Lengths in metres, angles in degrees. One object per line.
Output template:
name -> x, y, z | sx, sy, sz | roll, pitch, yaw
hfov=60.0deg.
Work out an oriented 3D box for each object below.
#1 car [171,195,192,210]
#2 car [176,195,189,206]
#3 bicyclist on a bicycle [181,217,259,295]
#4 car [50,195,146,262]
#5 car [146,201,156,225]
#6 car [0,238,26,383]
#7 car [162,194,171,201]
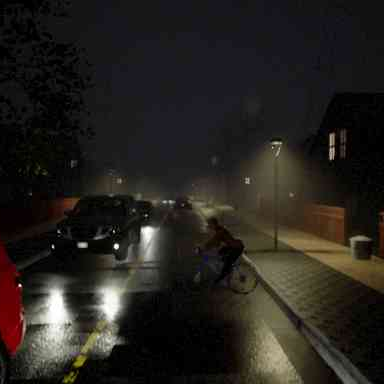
car -> -1.034, 1.307, 37.529 | 1.994, 1.385, 4.181 | 0, 0, -2
car -> -1.402, 1.191, 49.173 | 1.812, 1.442, 4.674 | 0, 0, -2
bicyclist on a bicycle -> 0.589, 1.359, 6.989 | 1.656, 1.620, 0.582 | 0, 0, -2
car -> -3.189, 1.138, 12.214 | 2.150, 2.045, 5.566 | 0, 0, -2
car -> -3.502, 1.350, 22.557 | 1.837, 1.490, 4.892 | 0, 1, -2
car -> -2.857, 1.213, 1.435 | 2.150, 2.045, 5.566 | 0, 0, -2
car -> -4.795, 1.118, 65.890 | 1.994, 1.385, 4.181 | 0, 0, -1
